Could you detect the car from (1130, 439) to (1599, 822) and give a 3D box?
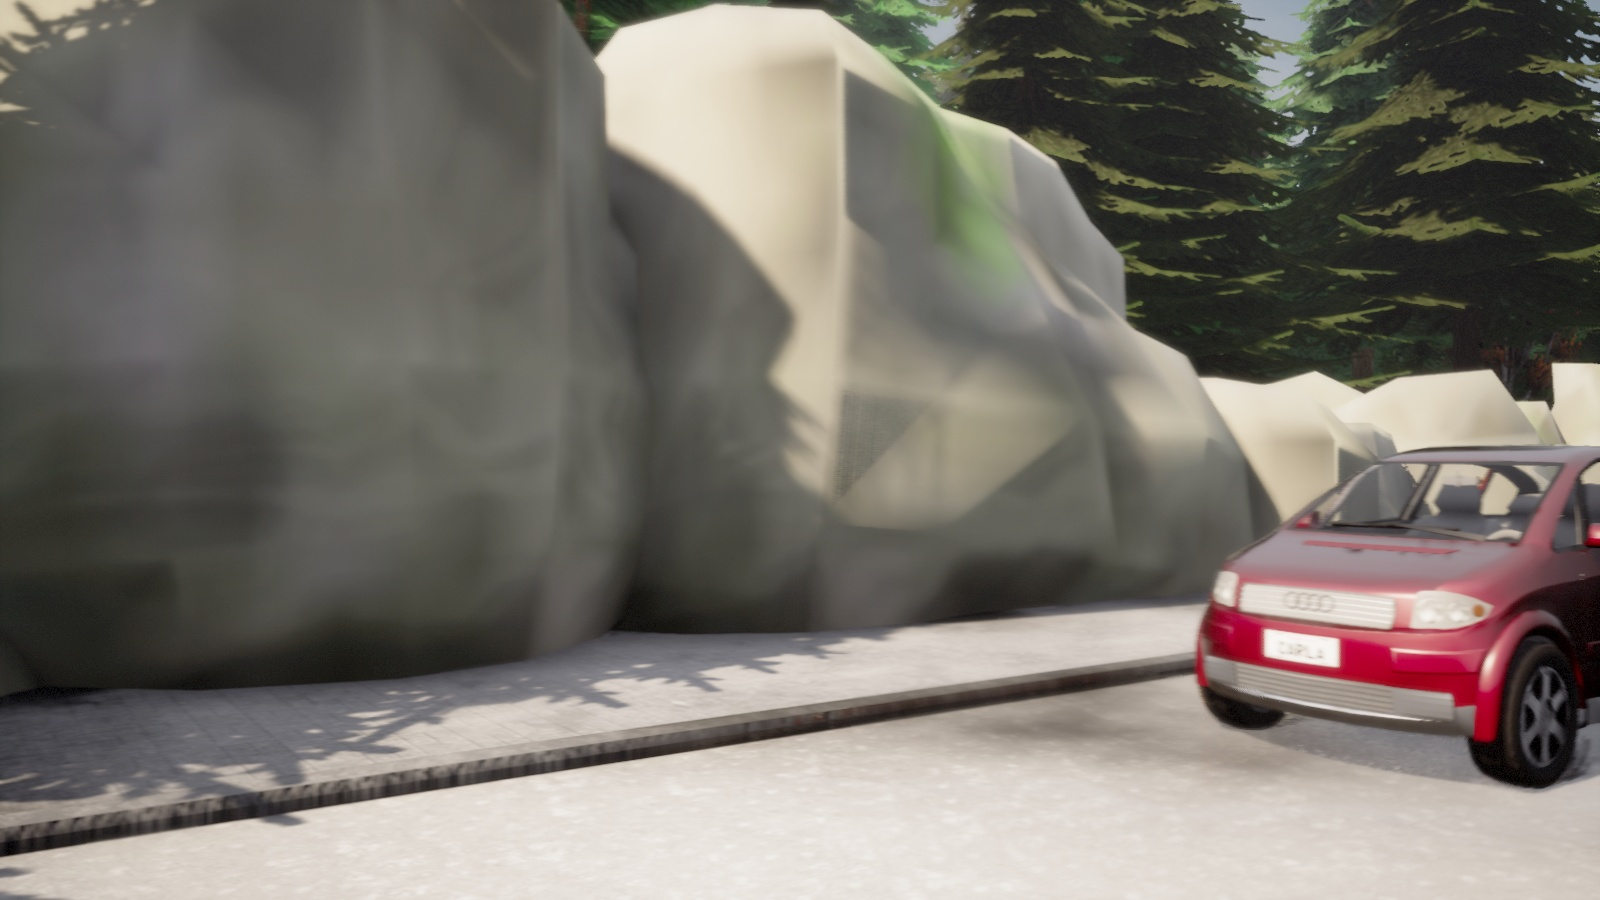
[{"bbox_3d":[3.754,0.738,6.880,3.705,1.549,1.789,0,0,-35],"label":"car"}]
